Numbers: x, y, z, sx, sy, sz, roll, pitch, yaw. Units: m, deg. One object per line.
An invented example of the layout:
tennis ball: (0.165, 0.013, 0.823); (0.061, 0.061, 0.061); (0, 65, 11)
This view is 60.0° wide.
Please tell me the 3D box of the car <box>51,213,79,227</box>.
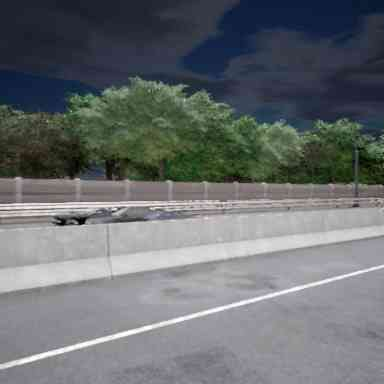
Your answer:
car: (-6.263, 1.596, 20.976); (4.718, 1.301, 1.895); (0, 0, -35)

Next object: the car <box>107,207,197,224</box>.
car: (-1.526, 1.563, 15.744); (4.181, 1.385, 1.994); (0, 0, -35)

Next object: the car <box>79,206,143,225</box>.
car: (-3.548, 1.523, 18.604); (4.674, 1.442, 1.812); (0, 0, -35)
